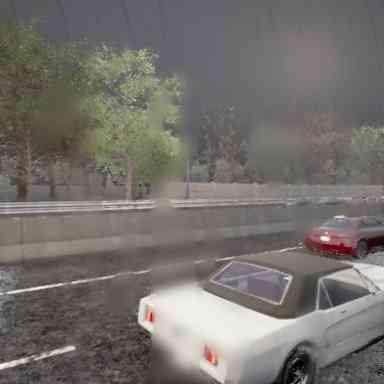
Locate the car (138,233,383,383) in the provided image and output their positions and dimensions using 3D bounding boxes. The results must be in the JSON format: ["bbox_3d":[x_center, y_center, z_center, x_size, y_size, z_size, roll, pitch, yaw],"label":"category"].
[{"bbox_3d":[1.715,1.596,5.012,4.718,1.301,1.895,0,0,-35],"label":"car"}]

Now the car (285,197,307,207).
[{"bbox_3d":[14.460,1.463,44.316,4.902,1.511,2.128,0,0,-36],"label":"car"}]

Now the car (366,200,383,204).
[{"bbox_3d":[21.417,1.537,36.473,4.181,1.385,1.994,0,0,-35],"label":"car"}]

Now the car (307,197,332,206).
[{"bbox_3d":[17.207,1.450,42.066,5.008,1.535,1.882,0,0,-35],"label":"car"}]

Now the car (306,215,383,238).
[{"bbox_3d":[6.150,1.551,12.450,4.181,1.385,1.994,0,0,-35],"label":"car"}]

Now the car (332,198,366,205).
[{"bbox_3d":[19.233,1.520,39.216,5.357,1.411,2.033,0,0,-35],"label":"car"}]
